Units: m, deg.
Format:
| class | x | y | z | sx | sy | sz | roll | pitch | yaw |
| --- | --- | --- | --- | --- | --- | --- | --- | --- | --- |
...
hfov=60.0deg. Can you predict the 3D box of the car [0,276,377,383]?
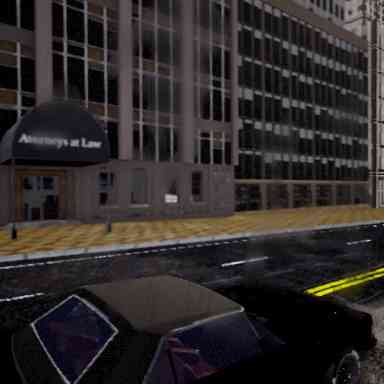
| class | x | y | z | sx | sy | sz | roll | pitch | yaw |
| --- | --- | --- | --- | --- | --- | --- | --- | --- | --- |
| car | -0.072 | 1.616 | 3.434 | 4.718 | 1.301 | 1.895 | 1 | 0 | -36 |
